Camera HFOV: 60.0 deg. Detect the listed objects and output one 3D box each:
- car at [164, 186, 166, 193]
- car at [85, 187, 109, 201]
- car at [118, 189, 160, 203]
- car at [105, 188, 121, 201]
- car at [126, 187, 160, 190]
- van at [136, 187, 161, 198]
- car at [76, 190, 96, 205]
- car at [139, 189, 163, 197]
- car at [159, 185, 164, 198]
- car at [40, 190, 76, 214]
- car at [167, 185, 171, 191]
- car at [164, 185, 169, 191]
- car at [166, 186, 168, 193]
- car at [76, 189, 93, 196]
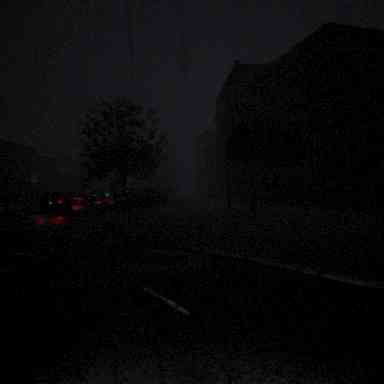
[{"bbox_3d":[-8.521,0.058,70.864,4.792,1.488,2.163,-1,2,0],"label":"car"},{"bbox_3d":[-15.729,0.536,55.406,2.097,1.767,4.553,-1,2,-3],"label":"car"},{"bbox_3d":[-7.303,0.777,46.403,4.892,1.521,2.231,-1,2,-4],"label":"car"},{"bbox_3d":[-12.747,0.622,55.863,1.837,1.490,4.892,-1,2,-3],"label":"car"},{"bbox_3d":[-7.457,0.575,49.149,4.553,1.767,2.185,-1,2,-4],"label":"car"},{"bbox_3d":[-8.189,0.074,62.675,4.442,1.987,1.878,-1,2,-2],"label":"van"},{"bbox_3d":[-14.939,0.964,45.432,1.837,1.490,4.892,-1,2,-4],"label":"car"},{"bbox_3d":[-8.453,0.162,68.136,4.674,1.452,2.002,-1,2,-1],"label":"car"},{"bbox_3d":[-7.846,0.296,54.632,5.566,2.045,2.435,-1,2,-4],"label":"car"},{"bbox_3d":[-13.287,0.992,32.706,2.150,2.045,5.566,-1,2,-10],"label":"car"},{"bbox_3d":[-8.379,-0.345,81.906,4.792,1.488,2.163,-1,2,3],"label":"car"},{"bbox_3d":[-8.486,-0.165,76.321,4.892,1.521,2.231,-1,2,1],"label":"car"},{"bbox_3d":[-8.470,-0.039,73.591,4.792,1.488,2.163,-1,2,1],"label":"car"},{"bbox_3d":[-25.042,0.148,77.458,2.163,1.488,4.792,-1,2,2],"label":"car"}]
